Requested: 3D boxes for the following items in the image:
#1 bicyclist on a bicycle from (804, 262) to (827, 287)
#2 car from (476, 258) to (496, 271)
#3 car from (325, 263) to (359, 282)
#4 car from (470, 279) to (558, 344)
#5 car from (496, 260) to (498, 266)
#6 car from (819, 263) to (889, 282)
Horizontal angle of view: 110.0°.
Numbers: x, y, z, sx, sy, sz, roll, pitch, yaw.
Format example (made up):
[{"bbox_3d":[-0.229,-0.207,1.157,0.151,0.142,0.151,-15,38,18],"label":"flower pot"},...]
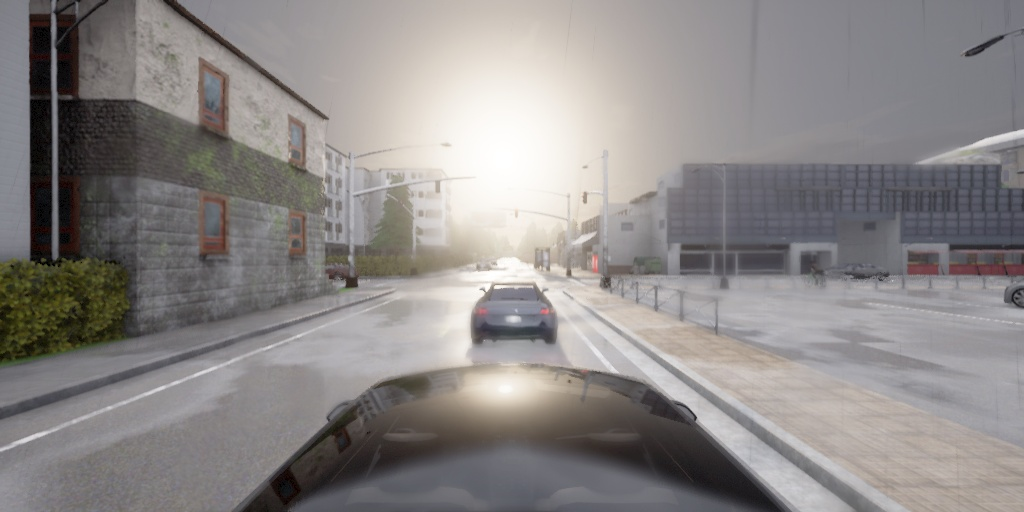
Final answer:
[{"bbox_3d":[18.688,1.168,22.122,0.582,1.620,1.656,0,0,0],"label":"bicyclist on a bicycle"},{"bbox_3d":[-3.642,1.112,47.030,2.128,1.511,4.902,0,0,0],"label":"car"},{"bbox_3d":[-15.268,1.325,29.457,5.008,1.535,1.882,0,0,1],"label":"car"},{"bbox_3d":[0.053,1.292,9.501,1.994,1.385,4.181,0,0,0],"label":"car"},{"bbox_3d":[-3.617,1.075,65.188,1.837,1.490,4.892,0,0,0],"label":"car"},{"bbox_3d":[28.139,1.337,29.639,4.902,1.511,2.128,0,0,0],"label":"car"}]
